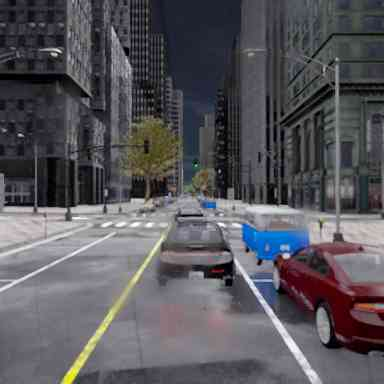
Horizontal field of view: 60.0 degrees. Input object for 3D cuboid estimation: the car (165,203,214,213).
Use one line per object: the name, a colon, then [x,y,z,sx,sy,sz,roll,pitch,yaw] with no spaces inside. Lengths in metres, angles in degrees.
car: [-0.318,1.665,20.675,2.128,1.511,4.902,0,0,-8]

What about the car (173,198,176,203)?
car: [-5.902,2.339,86.605,1.947,1.339,4.313,0,-1,0]

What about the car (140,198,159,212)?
car: [-5.838,1.904,44.124,1.752,1.417,4.829,0,-1,0]

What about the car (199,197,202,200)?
car: [2.666,2.071,60.532,1.887,1.381,4.507,0,-1,0]

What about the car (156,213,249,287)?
car: [0.084,1.572,9.527,2.128,1.511,4.902,0,0,0]

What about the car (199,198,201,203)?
car: [2.675,2.043,55.118,1.947,1.339,4.313,0,-1,0]

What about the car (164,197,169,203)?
car: [-5.858,1.838,60.165,2.192,1.841,5.009,0,-1,0]

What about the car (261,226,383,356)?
car: [2.769,1.596,6.198,1.887,1.381,4.507,0,0,0]

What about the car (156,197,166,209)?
car: [-5.849,2.020,54.874,1.887,1.381,4.507,0,-1,0]

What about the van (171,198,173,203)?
van: [-5.884,2.013,76.031,1.690,1.788,3.998,0,-1,0]

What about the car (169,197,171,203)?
car: [-5.867,2.123,65.451,2.008,1.369,4.403,0,-1,0]

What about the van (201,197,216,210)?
van: [2.685,1.769,49.708,1.690,1.788,3.998,0,-1,0]

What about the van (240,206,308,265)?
van: [2.761,1.439,11.725,1.690,1.788,3.998,0,0,0]

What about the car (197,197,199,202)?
car: [2.648,2.178,71.358,2.008,1.369,4.403,0,-1,0]
